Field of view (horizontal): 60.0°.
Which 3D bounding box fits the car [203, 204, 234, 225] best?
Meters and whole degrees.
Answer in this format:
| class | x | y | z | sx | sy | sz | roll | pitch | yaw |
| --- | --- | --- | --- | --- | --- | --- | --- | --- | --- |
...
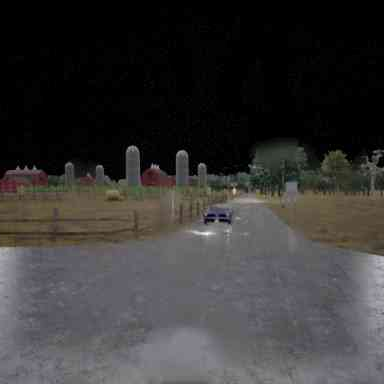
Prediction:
| class | x | y | z | sx | sy | sz | roll | pitch | yaw |
| --- | --- | --- | --- | --- | --- | --- | --- | --- | --- |
| car | 1.982 | 1.578 | 23.873 | 1.895 | 1.301 | 4.718 | 0 | 0 | 10 |
